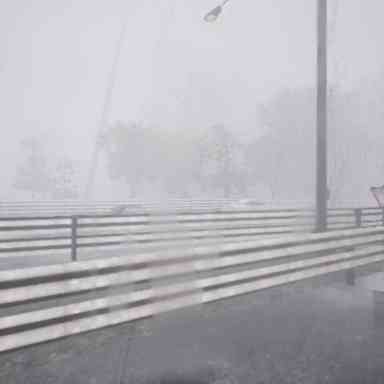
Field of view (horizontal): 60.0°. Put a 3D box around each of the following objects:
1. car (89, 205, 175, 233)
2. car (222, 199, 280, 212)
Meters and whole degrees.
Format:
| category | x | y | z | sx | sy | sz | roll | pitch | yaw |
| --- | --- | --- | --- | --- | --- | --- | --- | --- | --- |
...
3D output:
| category | x | y | z | sx | sy | sz | roll | pitch | yaw |
| --- | --- | --- | --- | --- | --- | --- | --- | --- | --- |
| car | -2.901 | 1.337 | 17.485 | 4.718 | 1.301 | 1.895 | 0 | 0 | -26 |
| car | 4.475 | 1.281 | 24.848 | 4.674 | 1.442 | 1.812 | 0 | 0 | -25 |
